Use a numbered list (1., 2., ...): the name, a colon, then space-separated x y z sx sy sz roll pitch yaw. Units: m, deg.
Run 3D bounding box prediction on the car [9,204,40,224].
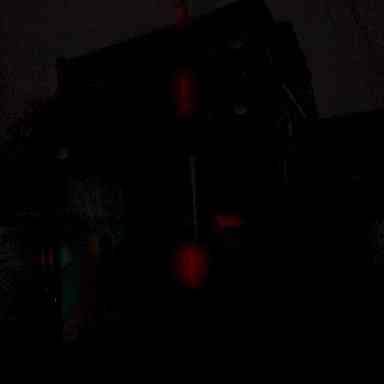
1. car: -19.511 2.622 40.867 2.150 2.045 5.566 -4 3 27
